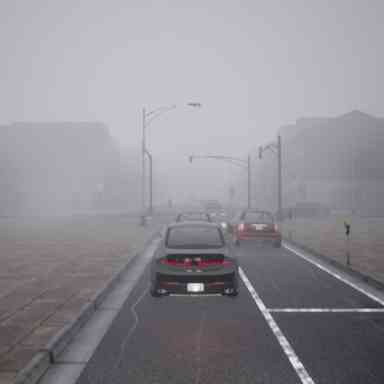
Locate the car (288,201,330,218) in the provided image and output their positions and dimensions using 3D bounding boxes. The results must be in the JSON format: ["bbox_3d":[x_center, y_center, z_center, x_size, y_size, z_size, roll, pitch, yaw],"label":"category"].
[{"bbox_3d":[9.808,1.555,29.886,4.892,1.490,1.837,0,-2,0],"label":"car"}]

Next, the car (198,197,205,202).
[{"bbox_3d":[2.603,2.066,90.703,1.802,1.307,4.206,1,-1,0],"label":"car"}]

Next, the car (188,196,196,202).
[{"bbox_3d":[-0.045,1.767,82.294,2.033,1.411,5.357,0,-1,0],"label":"car"}]

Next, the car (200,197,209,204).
[{"bbox_3d":[2.617,1.798,69.122,1.752,1.417,4.829,1,-1,0],"label":"car"}]

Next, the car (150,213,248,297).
[{"bbox_3d":[0.035,1.507,8.546,1.837,1.490,4.892,0,0,-1],"label":"car"}]

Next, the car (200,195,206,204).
[{"bbox_3d":[2.627,1.670,52.809,1.752,1.417,4.829,1,0,0],"label":"car"}]

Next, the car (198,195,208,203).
[{"bbox_3d":[2.615,1.686,79.830,2.192,1.841,5.009,1,-1,0],"label":"car"}]

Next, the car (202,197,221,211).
[{"bbox_3d":[2.632,1.647,41.766,1.947,1.339,4.313,1,0,0],"label":"car"}]

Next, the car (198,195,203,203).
[{"bbox_3d":[2.619,1.791,63.515,1.947,1.339,4.313,1,0,0],"label":"car"}]

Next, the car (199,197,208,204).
[{"bbox_3d":[2.613,1.846,74.560,1.752,1.417,4.829,1,-1,0],"label":"car"}]

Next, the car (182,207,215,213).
[{"bbox_3d":[0.085,1.610,16.103,1.895,1.301,4.718,0,0,0],"label":"car"}]

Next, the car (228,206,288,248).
[{"bbox_3d":[2.653,1.448,15.019,1.967,1.590,4.097,2,0,0],"label":"car"}]

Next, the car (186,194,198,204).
[{"bbox_3d":[-0.040,1.513,71.899,2.150,2.045,5.566,0,-1,0],"label":"car"}]

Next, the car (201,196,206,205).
[{"bbox_3d":[2.629,1.676,47.203,1.947,1.339,4.313,1,0,0],"label":"car"}]
